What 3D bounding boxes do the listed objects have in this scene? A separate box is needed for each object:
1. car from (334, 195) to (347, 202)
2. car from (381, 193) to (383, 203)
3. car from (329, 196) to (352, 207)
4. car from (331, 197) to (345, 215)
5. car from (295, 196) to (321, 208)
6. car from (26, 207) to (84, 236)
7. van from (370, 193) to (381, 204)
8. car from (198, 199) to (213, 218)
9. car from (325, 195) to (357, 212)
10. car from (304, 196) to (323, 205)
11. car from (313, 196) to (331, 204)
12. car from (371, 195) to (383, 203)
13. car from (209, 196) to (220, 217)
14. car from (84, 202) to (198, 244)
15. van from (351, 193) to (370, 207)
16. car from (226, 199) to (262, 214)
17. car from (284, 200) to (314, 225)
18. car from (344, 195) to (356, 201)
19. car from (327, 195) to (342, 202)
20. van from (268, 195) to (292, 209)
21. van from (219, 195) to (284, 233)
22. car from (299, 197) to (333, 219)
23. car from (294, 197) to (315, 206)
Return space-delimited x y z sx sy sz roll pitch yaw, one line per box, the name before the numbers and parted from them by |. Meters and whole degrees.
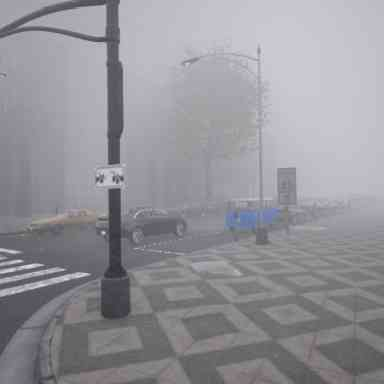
car | 33.185 1.415 74.332 1.887 1.381 4.507 -1 -1 36
car | 31.967 1.274 58.054 1.752 1.417 4.829 -1 -1 36
car | 21.818 1.375 48.687 2.033 1.411 5.357 -1 -1 36
car | 12.892 1.408 31.557 1.802 1.307 4.206 -1 0 36
car | 15.976 1.386 45.707 2.128 1.511 4.902 -1 -1 36
car | -6.772 1.564 18.843 1.752 1.417 4.829 -1 0 36
van | 28.703 1.102 53.524 1.690 1.788 3.998 -1 -1 36
car | -0.486 1.551 27.563 1.887 1.381 4.507 -1 0 36
car | 16.054 1.363 35.950 2.008 1.369 4.403 -1 0 36
car | 21.046 1.439 57.472 1.752 1.417 4.829 -1 0 36
car | 24.236 1.452 61.902 2.008 1.369 4.403 -1 -1 36
car | 35.032 1.303 62.309 1.947 1.339 4.313 -1 -1 36
car | 2.601 1.307 31.857 2.192 1.841 5.009 -1 0 36
car | -2.156 1.429 15.387 2.128 1.511 4.902 -1 -1 36
van | 22.377 1.127 44.737 1.690 1.788 3.998 -1 0 36
car | 5.694 1.528 36.148 2.008 1.369 4.403 -1 0 36
car | 6.566 1.422 22.770 1.947 1.339 4.313 -1 0 36
car | 39.547 1.400 83.169 2.008 1.369 4.403 -1 -1 36
car | 30.004 1.432 69.914 2.008 1.369 4.403 -1 -1 36
van | 11.872 1.292 44.734 1.690 1.788 3.998 -1 0 36
van | 3.401 1.212 18.379 1.690 1.788 3.998 -1 0 36
car | 9.729 1.385 27.163 1.887 1.381 4.507 -1 0 36
car | 18.055 1.491 53.317 1.947 1.339 4.313 -1 0 36
